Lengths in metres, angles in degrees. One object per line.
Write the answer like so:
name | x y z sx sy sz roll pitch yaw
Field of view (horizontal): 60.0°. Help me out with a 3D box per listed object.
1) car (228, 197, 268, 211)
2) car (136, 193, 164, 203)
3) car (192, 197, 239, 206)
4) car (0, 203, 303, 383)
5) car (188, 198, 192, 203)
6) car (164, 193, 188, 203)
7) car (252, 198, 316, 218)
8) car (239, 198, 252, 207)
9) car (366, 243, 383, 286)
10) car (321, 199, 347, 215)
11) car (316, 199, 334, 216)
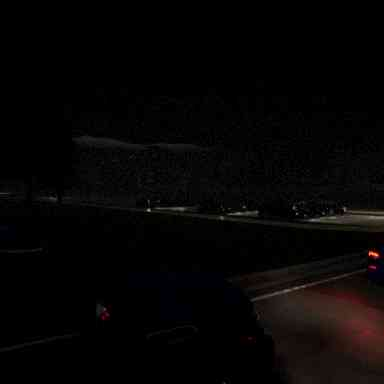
car | 6.985 1.492 41.998 2.128 1.511 4.902 0 0 -36
car | -6.457 1.355 48.607 2.097 1.767 4.553 0 0 -34
car | 2.449 1.504 36.341 1.837 1.490 4.892 0 0 -36
car | -1.855 1.221 2.422 5.566 2.045 2.150 0 0 -35
car | 0.389 1.548 51.065 2.033 1.411 5.357 0 0 -35
car | -3.500 1.224 50.477 2.150 2.045 5.566 0 0 -36
car | 7.895 1.352 28.892 2.097 1.767 4.553 0 0 -36
car | 4.466 1.492 39.512 2.128 1.511 4.902 0 0 -36
car | 6.039 1.526 8.071 4.674 1.442 1.812 0 0 -35
car | 13.119 1.492 33.607 2.128 1.511 4.902 0 0 -36
car | 10.404 1.601 31.388 1.895 1.301 4.718 0 0 -36
